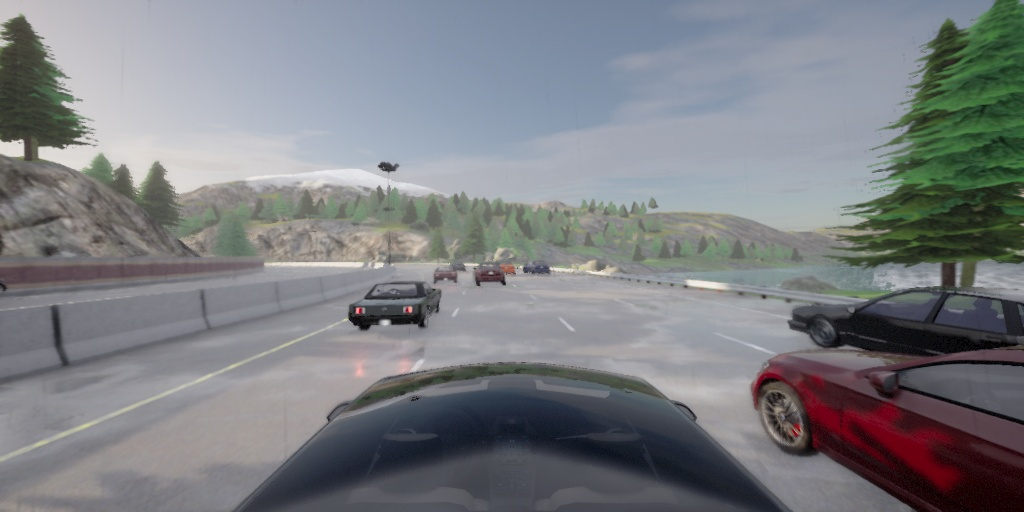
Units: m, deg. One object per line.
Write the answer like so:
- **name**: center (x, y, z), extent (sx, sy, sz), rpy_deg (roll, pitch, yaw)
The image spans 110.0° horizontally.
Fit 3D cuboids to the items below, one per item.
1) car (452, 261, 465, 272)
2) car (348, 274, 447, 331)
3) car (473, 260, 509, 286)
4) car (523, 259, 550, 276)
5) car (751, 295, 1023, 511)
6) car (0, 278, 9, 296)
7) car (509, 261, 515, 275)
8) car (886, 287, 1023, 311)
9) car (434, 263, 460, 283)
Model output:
- **car**: center (-8.234, 1.549, 53.376), extent (2.128, 1.511, 4.902), rpy_deg (0, 0, -20)
- **car**: center (-3.410, 1.432, 11.428), extent (1.895, 1.301, 4.718), rpy_deg (-1, 0, -4)
- **car**: center (-1.834, 1.226, 27.277), extent (2.097, 1.767, 4.553), rpy_deg (-1, 0, -9)
- **car**: center (2.671, 1.222, 40.400), extent (2.097, 1.767, 4.553), rpy_deg (-1, 0, -14)
- **car**: center (3.612, 1.232, 2.075), extent (1.812, 1.442, 4.674), rpy_deg (0, 0, 0)
- **car**: center (-25.070, 1.283, 15.381), extent (1.994, 1.385, 4.181), rpy_deg (-1, 0, -6)
- **car**: center (-1.141, 1.273, 41.290), extent (2.097, 1.767, 4.553), rpy_deg (-1, 0, -14)
- **car**: center (7.436, 1.222, 5.858), extent (2.033, 1.411, 5.357), rpy_deg (-1, 0, -3)
- **car**: center (-5.650, 1.535, 30.368), extent (1.895, 1.301, 4.718), rpy_deg (-1, 0, -11)
